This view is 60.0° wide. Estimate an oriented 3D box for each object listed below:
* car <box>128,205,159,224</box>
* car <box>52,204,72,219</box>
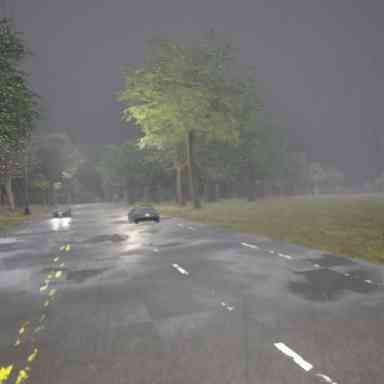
[{"bbox_3d":[-3.908,1.713,26.514,1.994,1.385,4.181,-3,0,-18],"label":"car"},{"bbox_3d":[-15.179,2.220,38.949,2.128,1.511,4.902,-3,0,-17],"label":"car"}]
